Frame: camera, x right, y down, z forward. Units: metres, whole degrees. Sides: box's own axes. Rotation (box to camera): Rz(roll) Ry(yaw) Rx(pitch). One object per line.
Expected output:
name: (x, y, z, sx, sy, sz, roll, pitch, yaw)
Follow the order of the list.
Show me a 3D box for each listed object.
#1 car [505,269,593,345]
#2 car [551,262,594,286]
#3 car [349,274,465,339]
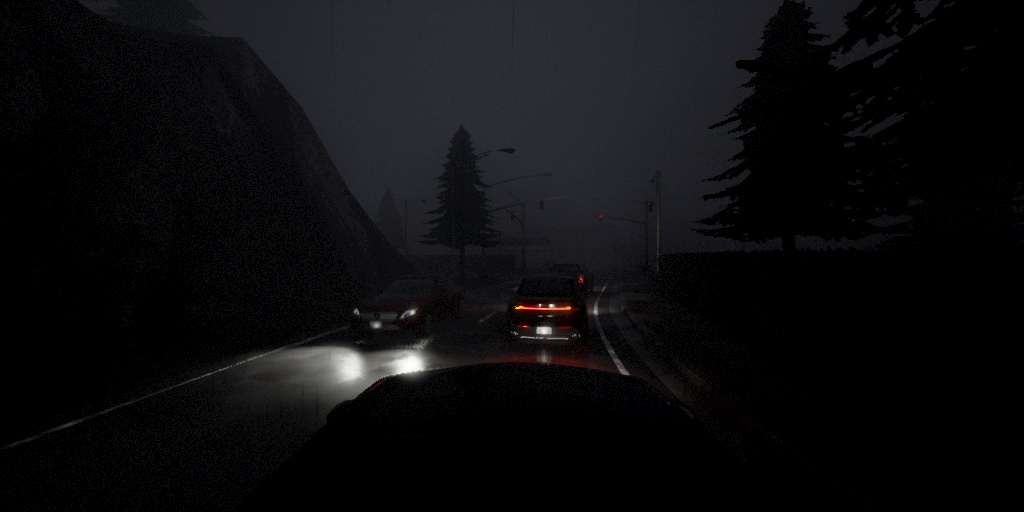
car: (1.019, 1.255, 9.614, 1.837, 1.490, 4.892, 0, 0, 9)
car: (3.019, 1.102, 18.535, 2.097, 1.767, 4.553, 0, 0, 17)
car: (-2.679, 1.276, 10.336, 1.812, 1.442, 4.674, 0, 0, 9)
